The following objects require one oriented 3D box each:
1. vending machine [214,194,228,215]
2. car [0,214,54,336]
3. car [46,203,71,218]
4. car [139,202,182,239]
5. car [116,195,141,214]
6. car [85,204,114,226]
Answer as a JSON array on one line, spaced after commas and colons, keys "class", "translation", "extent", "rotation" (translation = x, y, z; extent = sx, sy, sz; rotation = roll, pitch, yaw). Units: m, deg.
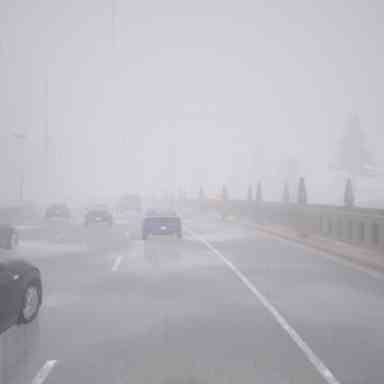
[{"class": "vending machine", "translation": [2.806, 1.217, 32.685], "extent": [1.100, 2.100, 0.880], "rotation": [0, 0, -17]}, {"class": "car", "translation": [-3.723, 1.369, 4.252], "extent": [2.097, 1.767, 4.553], "rotation": [0, 0, -2]}, {"class": "car", "translation": [-12.310, 1.676, 30.756], "extent": [1.994, 1.385, 4.181], "rotation": [0, 0, -18]}, {"class": "car", "translation": [-1.724, 1.502, 17.703], "extent": [1.882, 1.535, 5.008], "rotation": [0, 0, -9]}, {"class": "car", "translation": [-7.051, 1.313, 36.871], "extent": [2.150, 2.045, 5.566], "rotation": [0, 0, -21]}, {"class": "car", "translation": [-6.634, 1.586, 23.819], "extent": [1.812, 1.442, 4.674], "rotation": [0, 0, -14]}]
